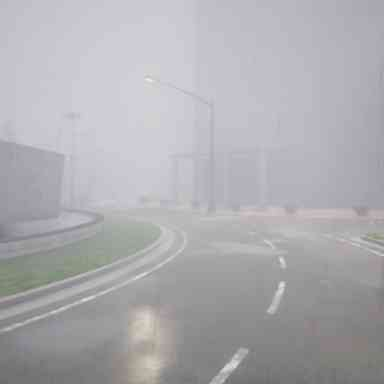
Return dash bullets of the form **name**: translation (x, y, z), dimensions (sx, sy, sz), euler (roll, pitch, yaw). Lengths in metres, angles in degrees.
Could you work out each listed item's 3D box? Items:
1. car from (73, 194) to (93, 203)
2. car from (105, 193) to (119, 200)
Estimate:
- **car**: translation (-17.535, 1.002, 53.148), dimensions (2.128, 1.511, 4.902), euler (0, 0, 8)
- **car**: translation (-16.424, 0.898, 68.409), dimensions (1.837, 1.490, 4.892), euler (0, 0, 3)
